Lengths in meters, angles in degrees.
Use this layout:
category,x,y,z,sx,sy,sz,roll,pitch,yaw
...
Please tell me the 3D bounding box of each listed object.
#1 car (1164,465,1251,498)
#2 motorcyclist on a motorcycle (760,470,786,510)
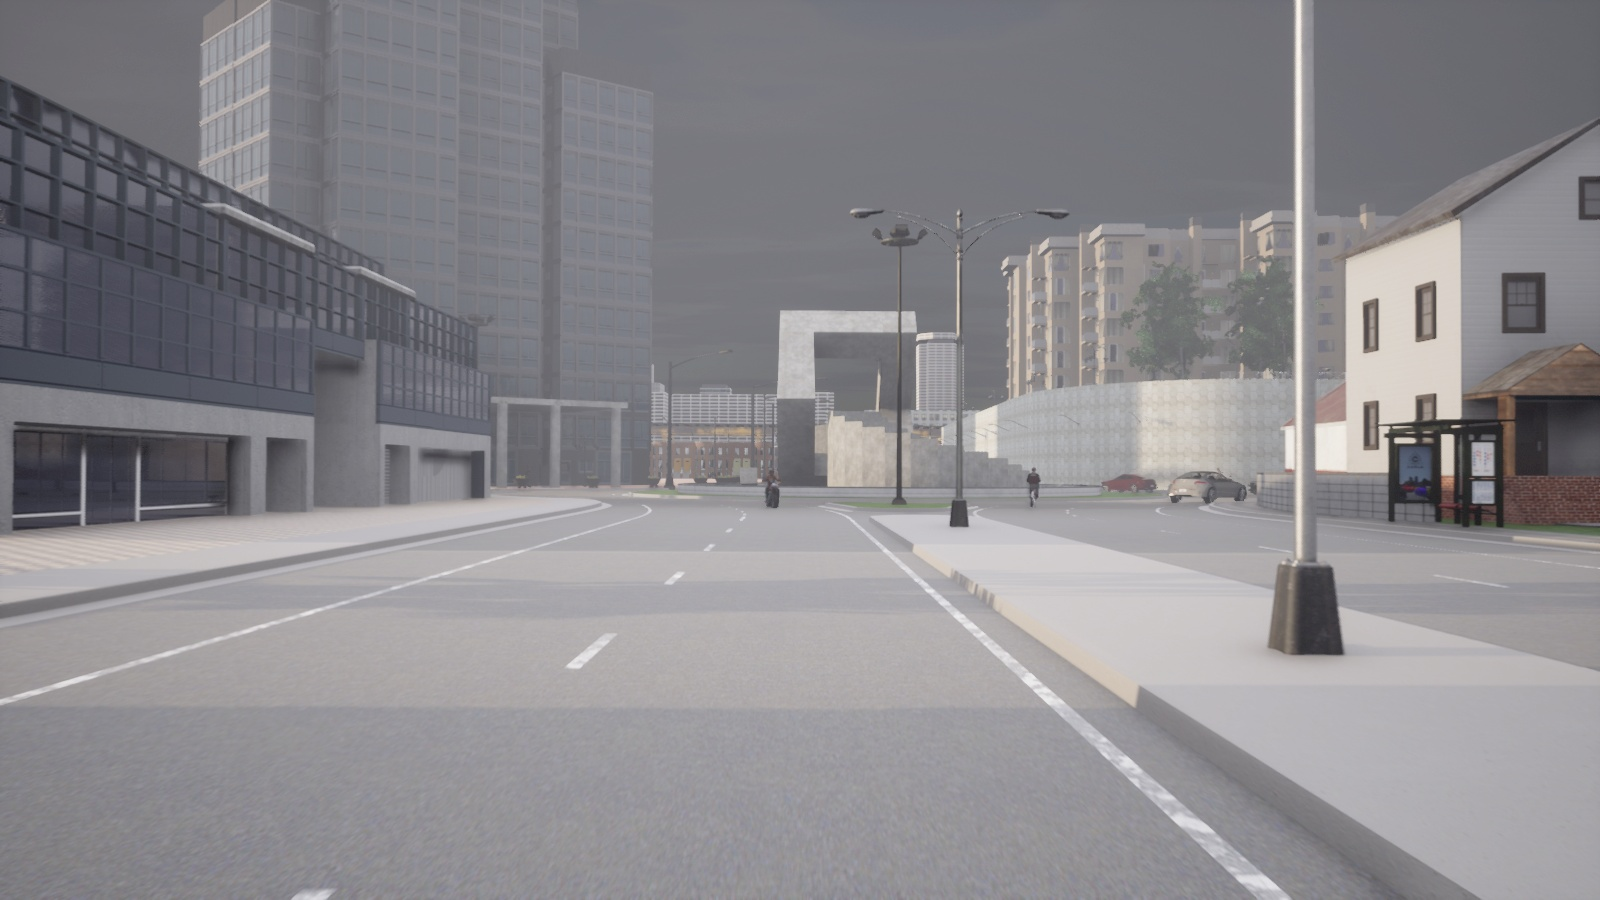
category,x,y,z,sx,sy,sz,roll,pitch,yaw
car,20.946,1.589,64.501,5.027,1.651,2.152,1,-1,-44
motorcyclist on a motorcycle,-1.151,1.660,53.216,0.766,1.649,2.350,0,-1,-10
